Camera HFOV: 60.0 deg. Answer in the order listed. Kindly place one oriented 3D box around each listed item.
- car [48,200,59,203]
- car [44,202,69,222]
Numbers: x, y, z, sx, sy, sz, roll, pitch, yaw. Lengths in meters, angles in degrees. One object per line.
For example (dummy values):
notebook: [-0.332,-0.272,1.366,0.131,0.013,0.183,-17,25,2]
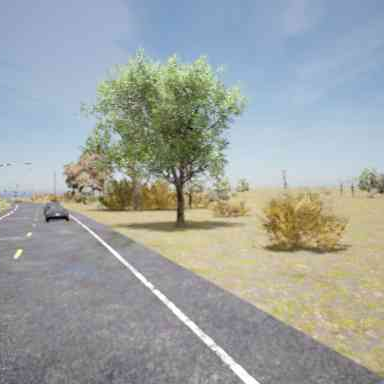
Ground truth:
car: [-17.502,1.937,41.959,2.097,1.767,4.553,-1,0,-24]
car: [-12.757,2.000,31.444,1.994,1.385,4.181,-1,0,-24]
